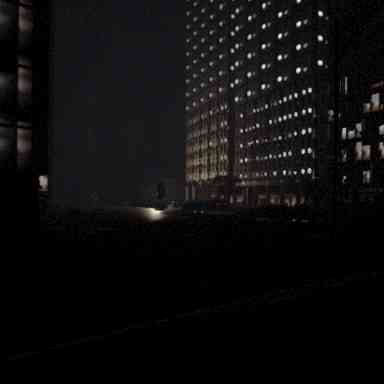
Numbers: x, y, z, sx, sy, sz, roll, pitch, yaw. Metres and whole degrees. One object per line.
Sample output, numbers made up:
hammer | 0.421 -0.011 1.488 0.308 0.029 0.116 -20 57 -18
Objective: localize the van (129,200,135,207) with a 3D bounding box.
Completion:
van | -13.198 2.835 79.823 1.690 1.788 3.998 0 -1 -25

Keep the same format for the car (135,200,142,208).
car | -10.803 2.928 74.732 1.887 1.381 4.507 0 -1 -25

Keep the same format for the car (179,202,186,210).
car | 0.133 2.518 57.774 2.128 1.511 4.902 1 -2 -25

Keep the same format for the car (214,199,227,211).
car | 3.851 2.242 57.090 2.150 2.045 5.566 1 -1 -25

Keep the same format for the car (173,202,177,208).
car | -3.218 3.060 78.296 1.802 1.307 4.206 0 -1 -25

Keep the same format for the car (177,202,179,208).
car | -0.631 2.696 66.499 1.882 1.535 5.008 1 -1 -25

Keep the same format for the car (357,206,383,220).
car | 18.321 2.069 32.490 2.008 1.369 4.403 0 -1 -25

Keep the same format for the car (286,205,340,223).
car | 10.737 1.974 28.925 2.008 1.369 4.403 0 -1 -25

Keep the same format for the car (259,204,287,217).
car | 10.123 2.128 36.344 2.033 1.411 5.357 1 -1 -25

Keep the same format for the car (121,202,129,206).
car | -17.982 3.262 89.999 1.887 1.381 4.507 0 -1 -25

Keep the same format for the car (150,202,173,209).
car | -6.016 2.714 64.552 2.008 1.369 4.403 0 -1 -25

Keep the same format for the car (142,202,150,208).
car | -8.338 2.795 69.489 1.752 1.417 4.829 0 -1 -25

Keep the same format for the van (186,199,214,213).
van | 1.161 2.182 49.288 1.690 1.788 3.998 0 -1 -25

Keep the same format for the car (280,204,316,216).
car | 13.534 2.291 42.669 1.947 1.339 4.313 0 -1 -25
